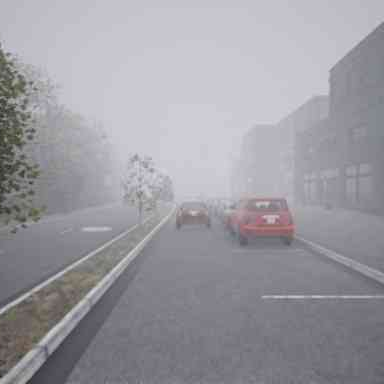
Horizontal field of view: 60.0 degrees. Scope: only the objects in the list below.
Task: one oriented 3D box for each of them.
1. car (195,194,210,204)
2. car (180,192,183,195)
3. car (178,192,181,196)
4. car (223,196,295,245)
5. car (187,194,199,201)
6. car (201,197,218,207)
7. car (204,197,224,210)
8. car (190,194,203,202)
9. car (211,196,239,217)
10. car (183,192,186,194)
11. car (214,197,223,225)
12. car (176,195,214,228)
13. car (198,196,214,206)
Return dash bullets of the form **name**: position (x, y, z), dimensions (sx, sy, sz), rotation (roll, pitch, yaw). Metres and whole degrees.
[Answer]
- **car**: position (1.838, 1.234, 60.012), dimensions (2.185, 1.767, 4.553), rotation (0, 0, -4)
- **car**: position (-1.183, 1.240, 87.874), dimensions (1.946, 1.575, 5.366), rotation (0, 0, -8)
- **car**: position (-2.031, 1.207, 93.374), dimensions (1.946, 1.575, 5.366), rotation (0, 0, -9)
- **car**: position (3.052, 1.209, 15.517), dimensions (2.435, 2.045, 5.566), rotation (0, 0, 0)
- **car**: position (0.246, 1.297, 76.643), dimensions (2.097, 1.535, 5.008), rotation (0, 0, -6)
- **car**: position (2.521, 1.434, 48.930), dimensions (2.002, 1.452, 4.674), rotation (0, 0, -3)
- **car**: position (2.763, 1.438, 43.406), dimensions (2.163, 1.488, 4.792), rotation (0, 0, -2)
- **car**: position (0.847, 1.321, 71.114), dimensions (2.231, 1.521, 4.892), rotation (0, 0, -5)
- **car**: position (3.054, 1.307, 32.102), dimensions (2.185, 1.767, 4.553), rotation (1, 0, 0)
- **car**: position (-0.410, 1.273, 82.173), dimensions (2.097, 1.535, 5.008), rotation (0, 0, -7)
- **car**: position (3.053, 1.444, 26.575), dimensions (2.231, 1.521, 4.892), rotation (0, 0, 0)
- **car**: position (0.103, 1.320, 21.752), dimensions (2.097, 1.767, 4.553), rotation (0, 0, 0)
- **car**: position (2.223, 1.407, 54.525), dimensions (2.163, 1.488, 4.792), rotation (0, 0, -3)
